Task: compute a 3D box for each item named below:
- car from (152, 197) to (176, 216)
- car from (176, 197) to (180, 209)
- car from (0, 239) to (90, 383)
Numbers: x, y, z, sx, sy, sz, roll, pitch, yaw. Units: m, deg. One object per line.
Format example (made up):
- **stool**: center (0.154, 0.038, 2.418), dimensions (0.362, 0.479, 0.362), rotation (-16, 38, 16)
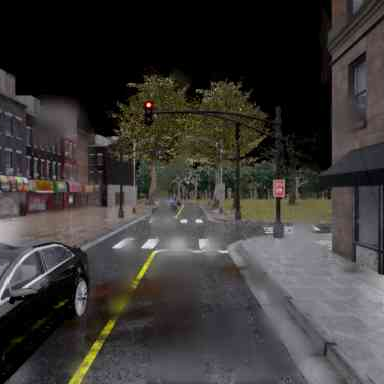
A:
- **car**: center (-2.915, 1.515, 33.772), dimensions (1.882, 1.535, 5.008), rotation (0, 0, -1)
- **car**: center (-2.921, 1.542, 43.367), dimensions (1.882, 1.535, 5.008), rotation (0, 0, 0)
- **car**: center (-2.859, 1.492, 4.524), dimensions (2.128, 1.511, 4.902), rotation (0, 0, 0)
